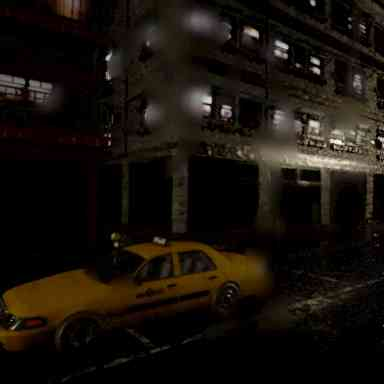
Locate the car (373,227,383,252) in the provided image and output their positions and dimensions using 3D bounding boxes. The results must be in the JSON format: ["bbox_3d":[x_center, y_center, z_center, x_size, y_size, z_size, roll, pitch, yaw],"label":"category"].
[{"bbox_3d":[8.629,1.539,12.672,4.507,1.381,1.887,0,1,-36],"label":"car"}]

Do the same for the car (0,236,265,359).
[{"bbox_3d":[-0.783,1.524,5.955,4.829,1.417,1.752,0,1,-36],"label":"car"}]
